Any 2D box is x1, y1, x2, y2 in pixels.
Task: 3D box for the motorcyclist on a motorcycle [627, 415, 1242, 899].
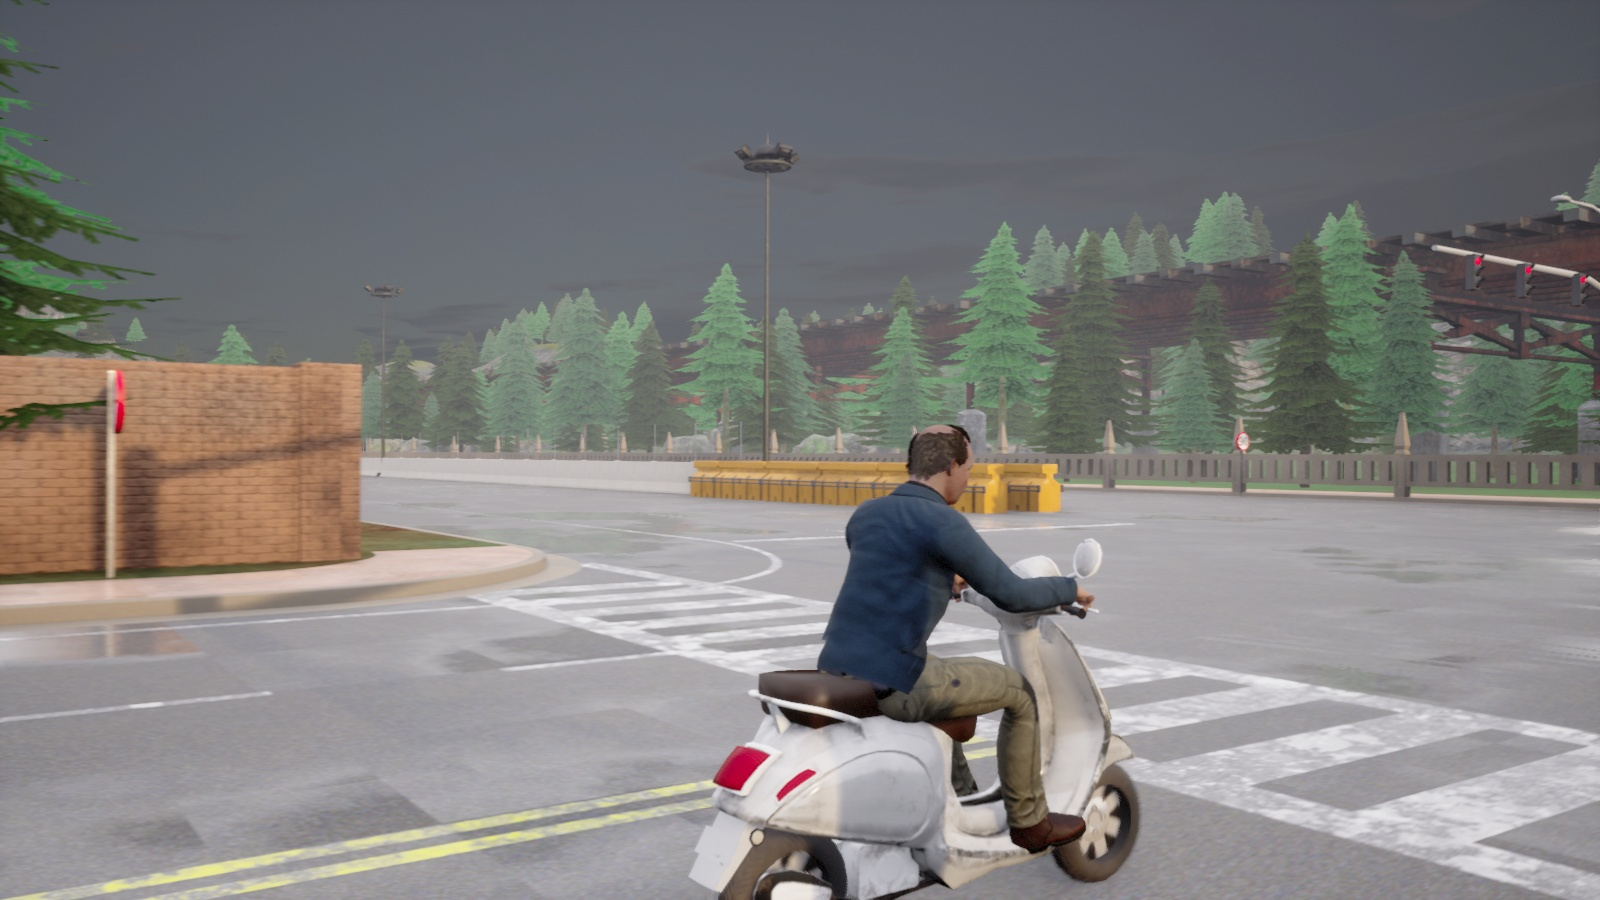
[{"bbox_3d":[0.466,0.711,3.987,1.817,1.590,0.866,0,0,-35],"label":"motorcyclist on a motorcycle"}]
